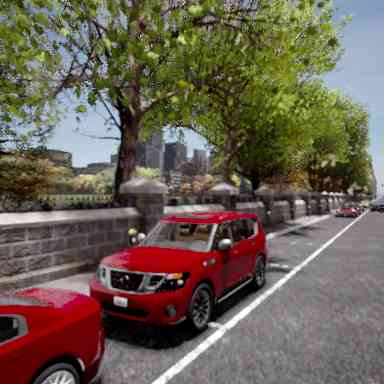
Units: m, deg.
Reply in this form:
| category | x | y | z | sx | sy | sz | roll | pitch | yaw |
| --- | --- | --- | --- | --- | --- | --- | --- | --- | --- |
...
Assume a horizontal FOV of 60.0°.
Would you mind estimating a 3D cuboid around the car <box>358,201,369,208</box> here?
| category | x | y | z | sx | sy | sz | roll | pitch | yaw |
| --- | --- | --- | --- | --- | --- | --- | --- | --- | --- |
| car | 33.912 | 2.431 | 65.646 | 1.752 | 1.417 | 4.829 | -1 | -1 | 30 |

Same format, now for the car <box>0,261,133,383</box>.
| category | x | y | z | sx | sy | sz | roll | pitch | yaw |
| --- | --- | --- | --- | --- | --- | --- | --- | --- | --- |
| car | -2.675 | 1.574 | 2.455 | 1.887 | 1.381 | 4.507 | 0 | -1 | 30 |

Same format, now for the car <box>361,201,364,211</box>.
| category | x | y | z | sx | sy | sz | roll | pitch | yaw |
| --- | --- | --- | --- | --- | --- | --- | --- | --- | --- |
| car | 19.892 | 1.998 | 41.433 | 1.967 | 1.590 | 4.097 | -1 | -1 | 30 |

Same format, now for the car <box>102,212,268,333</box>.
| category | x | y | z | sx | sy | sz | roll | pitch | yaw |
| --- | --- | --- | --- | --- | --- | --- | --- | --- | --- |
| car | 0.148 | 1.408 | 7.332 | 2.192 | 1.841 | 5.009 | 0 | -1 | 30 |

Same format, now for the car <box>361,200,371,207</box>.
| category | x | y | z | sx | sy | sz | roll | pitch | yaw |
| --- | --- | --- | --- | --- | --- | --- | --- | --- | --- |
| car | 39.554 | 2.577 | 75.391 | 1.752 | 1.417 | 4.829 | -1 | -1 | 30 |

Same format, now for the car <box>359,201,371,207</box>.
| category | x | y | z | sx | sy | sz | roll | pitch | yaw |
| --- | --- | --- | --- | --- | --- | --- | --- | --- | --- |
| car | 36.819 | 2.531 | 70.665 | 2.008 | 1.369 | 4.403 | -1 | -1 | 30 |

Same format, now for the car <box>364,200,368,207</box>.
| category | x | y | z | sx | sy | sz | roll | pitch | yaw |
| --- | --- | --- | --- | --- | --- | --- | --- | --- | --- |
| car | 25.535 | 2.247 | 51.177 | 2.008 | 1.369 | 4.403 | -1 | -1 | 30 |

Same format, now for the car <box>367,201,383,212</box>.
| category | x | y | z | sx | sy | sz | roll | pitch | yaw |
| --- | --- | --- | --- | --- | --- | --- | --- | --- | --- |
| car | 27.638 | 2.240 | 49.439 | 1.994 | 1.385 | 4.181 | 0 | -1 | 30 |

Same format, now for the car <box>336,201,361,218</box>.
| category | x | y | z | sx | sy | sz | roll | pitch | yaw |
| --- | --- | --- | --- | --- | --- | --- | --- | --- | --- |
| car | 17.072 | 1.930 | 36.563 | 1.967 | 1.590 | 4.097 | -1 | -1 | 30 |
